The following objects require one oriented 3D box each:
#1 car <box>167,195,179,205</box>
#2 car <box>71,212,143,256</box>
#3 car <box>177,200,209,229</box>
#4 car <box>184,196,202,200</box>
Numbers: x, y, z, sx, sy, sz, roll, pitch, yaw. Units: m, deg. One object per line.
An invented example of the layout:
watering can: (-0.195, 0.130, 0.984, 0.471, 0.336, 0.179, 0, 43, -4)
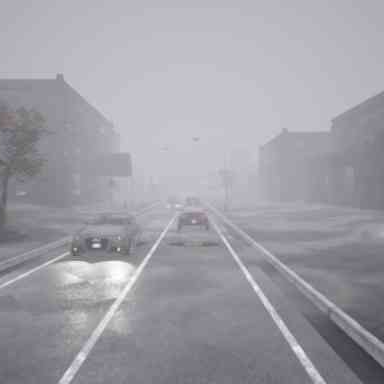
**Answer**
car: (-3.064, 1.262, 54.940, 1.837, 1.490, 4.892, 0, 1, 0)
car: (-3.102, 1.491, 12.793, 1.994, 1.385, 4.181, 0, 2, 0)
car: (0.100, 1.475, 20.996, 1.812, 1.442, 4.674, 0, 0, 0)
car: (0.094, 1.220, 38.822, 2.097, 1.767, 4.553, 0, 0, 0)
